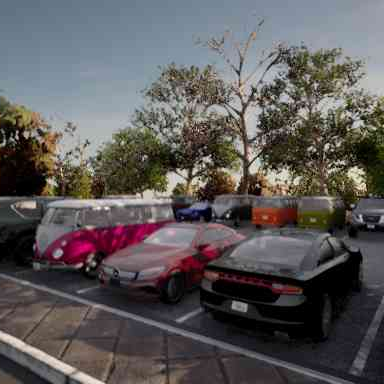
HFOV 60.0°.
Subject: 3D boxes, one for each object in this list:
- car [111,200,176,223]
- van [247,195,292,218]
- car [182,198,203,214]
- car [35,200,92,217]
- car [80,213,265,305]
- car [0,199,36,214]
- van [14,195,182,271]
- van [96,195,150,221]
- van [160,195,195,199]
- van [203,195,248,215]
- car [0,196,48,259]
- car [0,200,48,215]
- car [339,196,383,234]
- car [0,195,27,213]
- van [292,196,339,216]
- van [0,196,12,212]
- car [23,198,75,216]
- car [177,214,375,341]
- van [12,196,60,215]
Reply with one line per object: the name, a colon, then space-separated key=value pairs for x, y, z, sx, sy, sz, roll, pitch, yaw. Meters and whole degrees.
car: x=-3.767 y=1.484 z=26.793 sx=1.946 sy=1.575 sz=5.366 roll=-1 pitch=0 yaw=36
van: x=5.401 y=1.212 z=20.598 sx=1.878 sy=1.987 sz=4.442 roll=0 pitch=0 yaw=36
car: x=0.846 y=1.431 z=23.723 sx=2.097 sy=1.535 sz=5.008 roll=-1 pitch=0 yaw=36
car: x=-12.774 y=1.600 z=33.464 sx=2.097 sy=1.535 sz=5.008 roll=-1 pitch=0 yaw=36
car: x=-0.143 y=1.495 z=8.340 sx=2.002 sy=1.452 sz=4.674 roll=0 pitch=0 yaw=36
car: x=-21.784 y=1.709 z=39.695 sx=1.946 sy=1.575 sz=5.366 roll=-1 pitch=0 yaw=36
van: x=-2.468 y=1.213 z=9.859 sx=1.878 sy=1.987 sz=4.442 roll=0 pitch=0 yaw=36
van: x=-5.846 y=1.289 z=28.653 sx=1.878 sy=1.987 sz=4.442 roll=-1 pitch=0 yaw=36
van: x=-1.479 y=1.234 z=25.238 sx=1.878 sy=1.987 sz=4.442 roll=-1 pitch=0 yaw=36
van: x=2.905 y=1.195 z=22.099 sx=1.878 sy=1.987 sz=4.442 roll=0 pitch=0 yaw=36
car: x=-4.641 y=1.170 z=11.593 sx=2.435 sy=2.045 sz=5.566 roll=0 pitch=0 yaw=36
car: x=-19.430 y=1.683 z=38.229 sx=2.231 sy=1.521 sz=4.892 roll=-1 pitch=0 yaw=36
car: x=9.719 y=1.219 z=17.327 sx=2.435 sy=2.045 sz=5.566 roll=0 pitch=0 yaw=36
car: x=-23.913 y=1.494 z=41.482 sx=2.435 sy=2.045 sz=5.566 roll=-1 pitch=-1 yaw=36
van: x=7.551 y=1.228 z=19.059 sx=1.878 sy=1.987 sz=4.442 roll=0 pitch=0 yaw=36
van: x=-26.211 y=1.566 z=43.238 sx=1.878 sy=1.987 sz=4.442 roll=-1 pitch=-1 yaw=36
car: x=-14.941 y=1.501 z=34.984 sx=2.185 sy=1.767 sz=4.553 roll=-1 pitch=0 yaw=36
car: x=2.110 y=1.472 z=6.717 sx=2.097 sy=1.535 sz=5.008 roll=0 pitch=0 yaw=36
van: x=-17.107 y=1.428 z=36.717 sx=1.878 sy=1.987 sz=4.442 roll=-1 pitch=0 yaw=36
